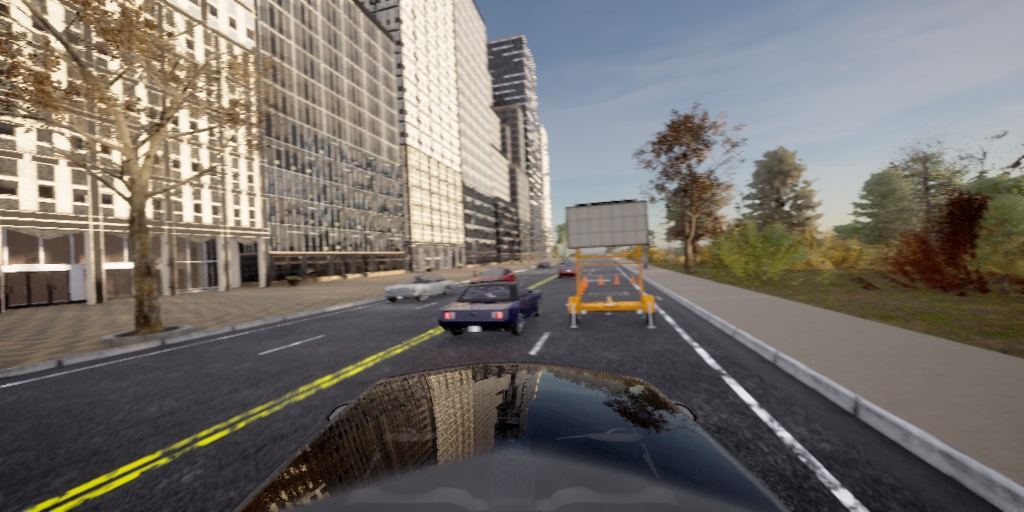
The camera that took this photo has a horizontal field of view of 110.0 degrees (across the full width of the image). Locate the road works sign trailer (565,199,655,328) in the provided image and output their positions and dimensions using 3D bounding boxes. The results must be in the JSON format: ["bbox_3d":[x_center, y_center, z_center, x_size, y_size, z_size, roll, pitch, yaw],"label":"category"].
[{"bbox_3d":[3.023,0.132,10.977,2.380,3.560,2.880,0,0,14],"label":"road works sign trailer"}]

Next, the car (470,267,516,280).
[{"bbox_3d":[-1.044,1.414,21.783,1.882,1.535,5.008,-3,0,14],"label":"car"}]

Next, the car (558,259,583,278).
[{"bbox_3d":[5.478,1.267,33.331,1.994,1.385,4.181,-3,0,14],"label":"car"}]

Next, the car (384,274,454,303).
[{"bbox_3d":[-4.940,1.710,19.646,1.895,1.301,4.718,-3,0,14],"label":"car"}]

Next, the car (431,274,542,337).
[{"bbox_3d":[-0.340,1.427,10.655,1.895,1.301,4.718,-3,0,14],"label":"car"}]

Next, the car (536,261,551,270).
[{"bbox_3d":[5.199,1.461,58.925,1.994,1.385,4.181,-3,0,15],"label":"car"}]
